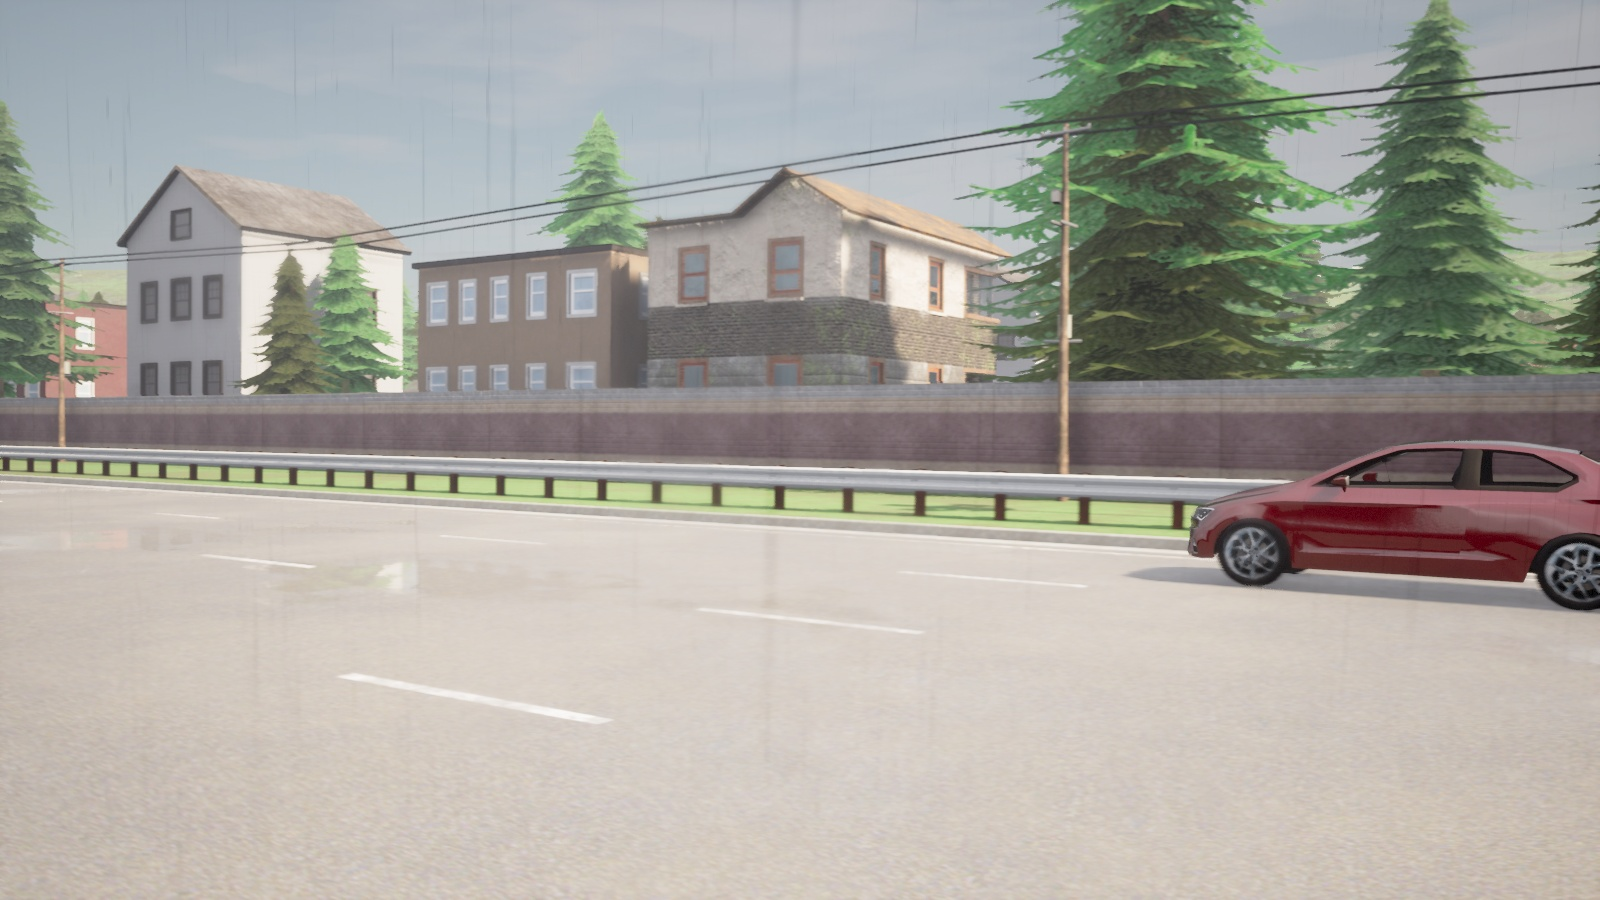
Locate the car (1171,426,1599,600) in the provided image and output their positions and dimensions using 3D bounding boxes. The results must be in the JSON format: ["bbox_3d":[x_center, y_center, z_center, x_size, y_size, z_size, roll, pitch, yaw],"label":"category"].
[{"bbox_3d":[5.990,0.523,12.250,4.193,1.474,1.816,0,1,34],"label":"car"}]
